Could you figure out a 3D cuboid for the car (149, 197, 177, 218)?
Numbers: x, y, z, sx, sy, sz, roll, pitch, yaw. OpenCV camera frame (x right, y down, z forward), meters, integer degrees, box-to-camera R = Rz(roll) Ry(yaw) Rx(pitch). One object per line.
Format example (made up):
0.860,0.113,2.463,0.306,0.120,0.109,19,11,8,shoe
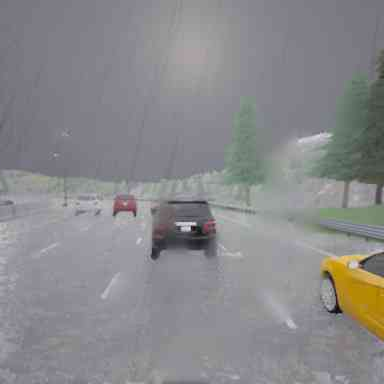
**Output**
-2.752,1.341,30.633,2.097,1.767,4.553,0,0,-10,car

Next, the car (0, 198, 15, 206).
-23.119,1.548,40.639,2.128,1.511,4.902,0,0,-15,car

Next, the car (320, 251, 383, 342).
3.474,1.462,4.561,1.882,1.535,5.008,0,0,-1,car

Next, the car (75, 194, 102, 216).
-10.265,1.237,33.223,2.150,2.045,5.566,0,0,-12,car

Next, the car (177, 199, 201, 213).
-0.367,1.502,37.117,1.812,1.442,4.674,0,0,-12,car

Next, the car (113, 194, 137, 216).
-6.668,1.224,33.164,2.150,2.045,5.566,0,0,-11,car

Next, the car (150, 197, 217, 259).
-0.405,1.215,12.842,2.150,2.045,5.566,0,0,-5,car
